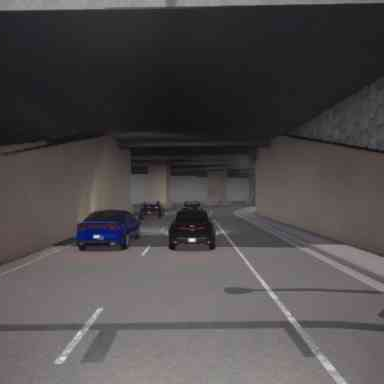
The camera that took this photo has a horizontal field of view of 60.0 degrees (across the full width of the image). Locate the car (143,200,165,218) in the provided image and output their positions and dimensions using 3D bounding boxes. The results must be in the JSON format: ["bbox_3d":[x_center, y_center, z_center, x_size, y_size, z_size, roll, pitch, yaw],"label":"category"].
[{"bbox_3d":[-3.500,1.495,29.650,2.128,1.511,4.902,0,0,0],"label":"car"}]

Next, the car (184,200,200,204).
[{"bbox_3d":[0.000,1.495,29.650,2.128,1.511,4.902,0,0,0],"label":"car"}]

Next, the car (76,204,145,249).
[{"bbox_3d":[-3.500,1.484,14.650,1.882,1.535,5.008,0,0,0],"label":"car"}]

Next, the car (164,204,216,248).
[{"bbox_3d":[0.000,1.516,14.650,1.837,1.490,4.892,0,0,0],"label":"car"}]
